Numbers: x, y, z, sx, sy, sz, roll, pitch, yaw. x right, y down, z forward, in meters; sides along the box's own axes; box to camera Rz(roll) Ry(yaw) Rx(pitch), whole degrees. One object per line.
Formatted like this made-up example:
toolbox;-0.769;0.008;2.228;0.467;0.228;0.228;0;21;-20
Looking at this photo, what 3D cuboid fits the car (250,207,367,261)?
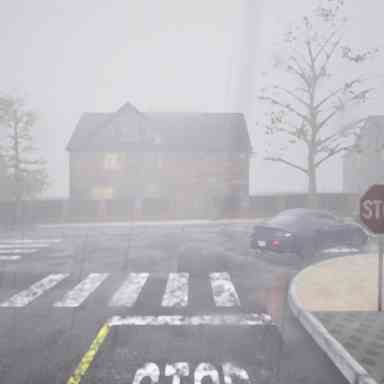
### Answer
car;4.038;1.310;11.449;4.674;1.442;1.812;-3;1;-35
